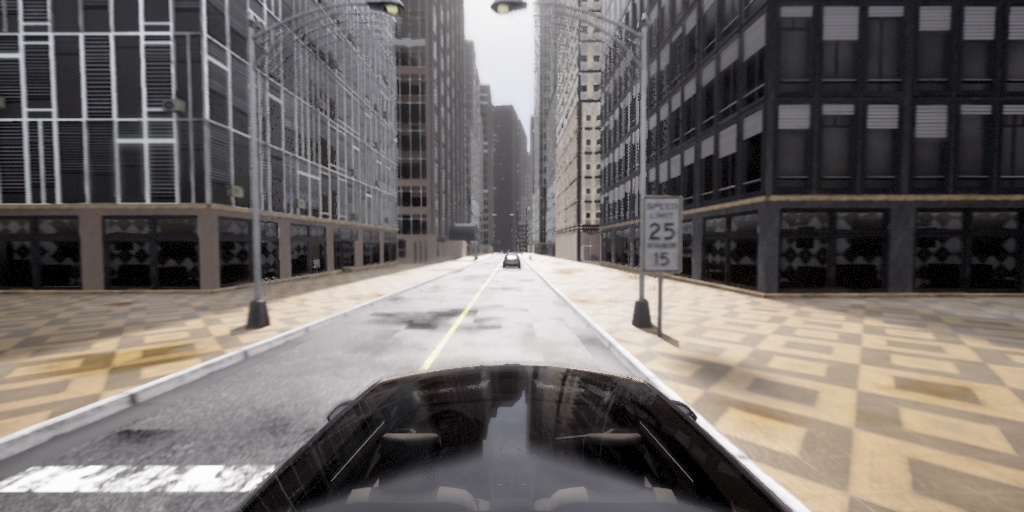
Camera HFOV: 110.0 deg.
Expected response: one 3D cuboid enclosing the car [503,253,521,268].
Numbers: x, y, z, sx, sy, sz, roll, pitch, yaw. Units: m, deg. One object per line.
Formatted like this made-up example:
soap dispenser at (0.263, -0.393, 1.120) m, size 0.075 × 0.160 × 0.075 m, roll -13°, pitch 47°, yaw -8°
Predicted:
car at (-0.007, 0.553, 38.796) m, size 1.994 × 1.385 × 4.181 m, roll 0°, pitch 1°, yaw 0°
